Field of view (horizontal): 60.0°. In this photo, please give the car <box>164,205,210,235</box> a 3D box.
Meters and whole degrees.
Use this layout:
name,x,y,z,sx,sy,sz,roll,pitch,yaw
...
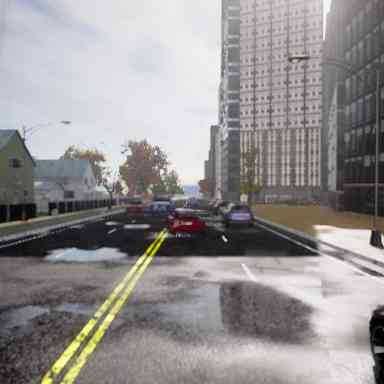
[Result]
name,x,y,z,sx,sy,sz,roll,pitch,yaw
car,-0.424,1.705,20.005,1.994,1.385,4.181,0,0,-8

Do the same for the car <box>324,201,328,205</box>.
name,x,y,z,sx,sy,sz,roll,pitch,yaw
car,33.756,2.591,78.786,4.507,1.381,1.887,0,1,20

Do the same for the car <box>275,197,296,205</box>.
name,x,y,z,sx,sy,sz,roll,pitch,yaw
car,23.115,2.304,82.694,5.009,1.841,2.192,0,1,20

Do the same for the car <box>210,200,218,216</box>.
name,x,y,z,sx,sy,sz,roll,pitch,yaw
car,3.293,1.689,35.362,2.033,1.649,4.856,0,0,0

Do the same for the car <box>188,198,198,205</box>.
name,x,y,z,sx,sy,sz,roll,pitch,yaw
car,0.141,2.081,62.781,1.895,1.301,4.718,0,-1,1

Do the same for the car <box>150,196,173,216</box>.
name,x,y,z,sx,sy,sz,roll,pitch,yaw
car,-3.302,1.492,36.979,2.150,2.045,5.566,0,-1,0

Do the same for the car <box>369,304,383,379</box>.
name,x,y,z,sx,sy,sz,roll,pitch,yaw
car,3.253,1.520,2.380,2.163,1.488,4.792,0,0,0

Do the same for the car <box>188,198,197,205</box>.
name,x,y,z,sx,sy,sz,roll,pitch,yaw
car,0.090,2.028,73.507,2.033,1.411,5.357,0,-1,0

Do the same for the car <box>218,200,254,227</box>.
name,x,y,z,sx,sy,sz,roll,pitch,yaw
car,3.280,1.605,24.359,2.033,1.649,4.856,0,0,0

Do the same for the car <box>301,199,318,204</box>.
name,x,y,z,sx,sy,sz,roll,pitch,yaw
car,31.155,2.427,88.138,4.403,1.369,2.008,0,1,20

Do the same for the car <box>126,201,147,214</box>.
name,x,y,z,sx,sy,sz,roll,pitch,yaw
car,-6.550,1.766,39.395,1.882,1.535,5.008,0,0,0
